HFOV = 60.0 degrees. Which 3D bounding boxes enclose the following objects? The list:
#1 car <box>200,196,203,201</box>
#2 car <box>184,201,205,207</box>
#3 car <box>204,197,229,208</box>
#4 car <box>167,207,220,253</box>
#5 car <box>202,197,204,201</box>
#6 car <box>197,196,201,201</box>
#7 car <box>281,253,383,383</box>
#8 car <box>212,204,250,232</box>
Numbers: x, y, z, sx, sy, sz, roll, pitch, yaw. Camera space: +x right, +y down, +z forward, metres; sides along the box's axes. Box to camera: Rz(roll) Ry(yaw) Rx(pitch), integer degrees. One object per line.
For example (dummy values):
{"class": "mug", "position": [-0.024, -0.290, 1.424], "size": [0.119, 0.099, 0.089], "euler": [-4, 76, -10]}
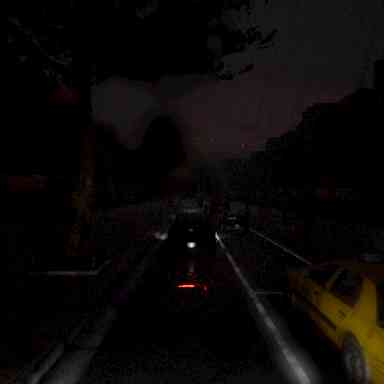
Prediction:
{"class": "car", "position": [2.923, 1.812, 54.670], "size": [2.097, 1.767, 4.553], "euler": [0, 0, 0]}
{"class": "car", "position": [-0.030, 1.785, 29.398], "size": [1.812, 1.442, 4.674], "euler": [0, 0, 0]}
{"class": "car", "position": [2.612, 1.599, 32.556], "size": [2.192, 1.841, 5.009], "euler": [1, 0, 0]}
{"class": "car", "position": [-0.014, 1.641, 14.308], "size": [1.837, 1.490, 4.892], "euler": [0, 0, 0]}
{"class": "car", "position": [2.932, 1.756, 47.670], "size": [2.097, 1.767, 4.553], "euler": [0, 0, 0]}
{"class": "car", "position": [2.572, 1.862, 65.800], "size": [2.192, 1.841, 5.009], "euler": [1, 0, 0]}
{"class": "car", "position": [2.641, 1.574, 5.018], "size": [1.752, 1.417, 4.829], "euler": [1, -1, 0]}
{"class": "car", "position": [2.622, 1.745, 21.472], "size": [2.008, 1.369, 4.403], "euler": [1, 0, 0]}
